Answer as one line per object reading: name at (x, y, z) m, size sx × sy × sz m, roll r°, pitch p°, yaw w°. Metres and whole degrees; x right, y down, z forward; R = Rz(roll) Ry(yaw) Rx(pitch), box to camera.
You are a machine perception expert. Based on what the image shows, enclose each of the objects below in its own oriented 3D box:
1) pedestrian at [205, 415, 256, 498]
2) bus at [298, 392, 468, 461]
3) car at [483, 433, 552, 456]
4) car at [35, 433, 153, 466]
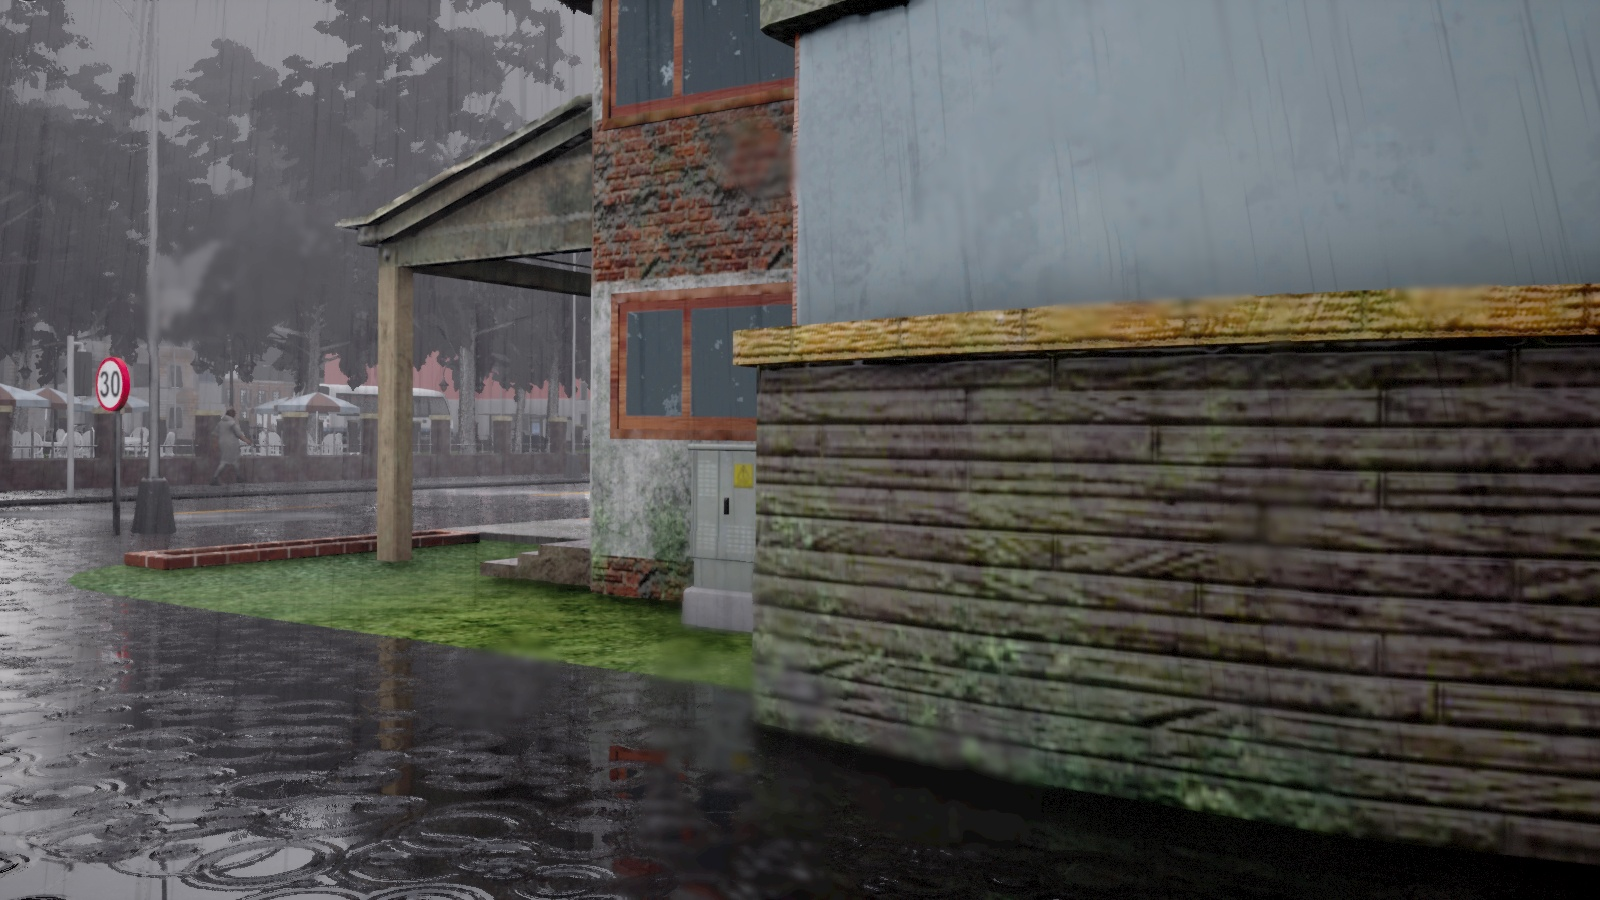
pedestrian at (-13.613, 0.155, 30.004) m, size 0.659 × 1.952 × 0.873 m, roll 0°, pitch 1°, yaw 35°
bus at (-27.106, -1.524, 82.317) m, size 3.944 × 4.253 × 10.273 m, roll 0°, pitch 1°, yaw 33°
car at (-20.658, -0.409, 92.079) m, size 2.033 × 1.649 × 4.856 m, roll 0°, pitch 1°, yaw 33°
car at (-37.408, -0.062, 66.681) m, size 2.152 × 1.651 × 5.027 m, roll 0°, pitch 1°, yaw 33°
